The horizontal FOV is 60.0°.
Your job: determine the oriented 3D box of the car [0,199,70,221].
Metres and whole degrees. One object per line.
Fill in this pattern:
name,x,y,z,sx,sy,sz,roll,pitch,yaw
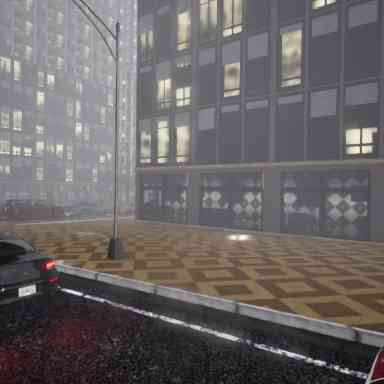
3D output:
car,-13.796,1.520,29.249,2.192,1.841,5.009,1,0,36

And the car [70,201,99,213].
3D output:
car,-13.219,1.753,39.780,1.994,1.385,4.181,1,0,36

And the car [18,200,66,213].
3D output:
car,-17.302,1.643,38.621,1.752,1.417,4.829,1,0,36

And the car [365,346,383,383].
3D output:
car,3.196,1.353,1.409,4.553,1.767,2.097,0,0,35

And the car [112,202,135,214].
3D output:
car,-7.007,1.830,38.468,1.752,1.417,4.829,1,0,36

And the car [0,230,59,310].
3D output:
car,-4.696,1.522,7.020,4.674,1.442,1.812,0,0,35
